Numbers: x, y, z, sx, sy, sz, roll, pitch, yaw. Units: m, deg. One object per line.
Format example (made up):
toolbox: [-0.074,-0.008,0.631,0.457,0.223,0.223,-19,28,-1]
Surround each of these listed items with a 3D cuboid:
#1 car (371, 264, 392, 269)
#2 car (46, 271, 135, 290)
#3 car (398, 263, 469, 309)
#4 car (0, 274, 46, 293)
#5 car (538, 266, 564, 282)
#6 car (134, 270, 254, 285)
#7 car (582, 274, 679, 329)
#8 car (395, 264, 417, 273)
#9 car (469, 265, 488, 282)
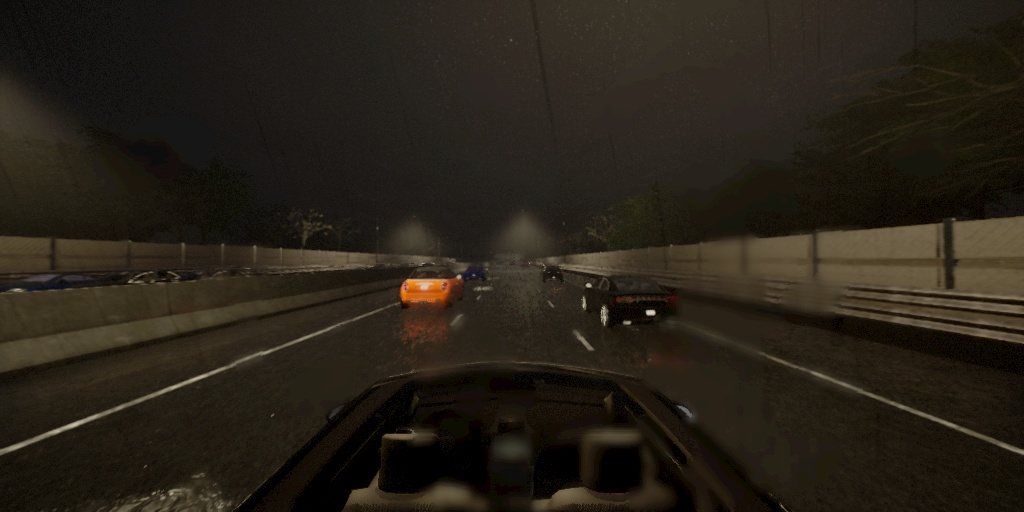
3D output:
car: [-21.032,1.968,58.210,2.033,1.411,5.357,0,-1,1]
car: [-17.603,1.426,16.775,1.837,1.490,4.892,0,-1,0]
car: [-3.403,1.267,16.173,2.097,1.767,4.553,0,-1,0]
car: [-21.102,1.483,16.540,1.994,1.385,4.181,0,-1,0]
car: [3.594,1.615,33.136,1.837,1.490,4.892,0,-1,0]
car: [-14.103,1.426,16.785,1.837,1.490,4.892,0,-1,0]
car: [3.596,1.340,11.766,1.882,1.535,5.008,0,-1,0]
car: [-17.530,1.985,59.590,2.033,1.411,5.357,0,-1,1]
car: [-3.405,1.604,34.424,1.882,1.535,5.008,0,-1,0]
